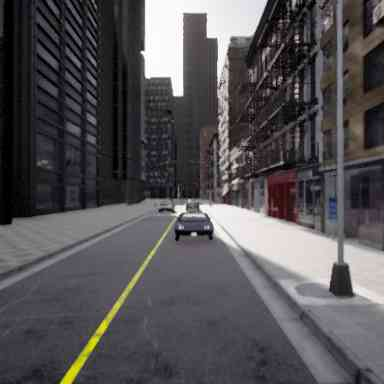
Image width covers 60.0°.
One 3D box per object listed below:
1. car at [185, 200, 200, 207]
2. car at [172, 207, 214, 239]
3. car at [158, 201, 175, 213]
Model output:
[{"bbox_3d":[0.100,1.791,45.906,2.128,1.511,4.902,0,0,0],"label":"car"},{"bbox_3d":[0.100,1.708,17.838,1.895,1.301,4.718,0,0,0],"label":"car"},{"bbox_3d":[-3.012,1.811,40.915,2.033,1.411,5.357,0,0,0],"label":"car"}]
